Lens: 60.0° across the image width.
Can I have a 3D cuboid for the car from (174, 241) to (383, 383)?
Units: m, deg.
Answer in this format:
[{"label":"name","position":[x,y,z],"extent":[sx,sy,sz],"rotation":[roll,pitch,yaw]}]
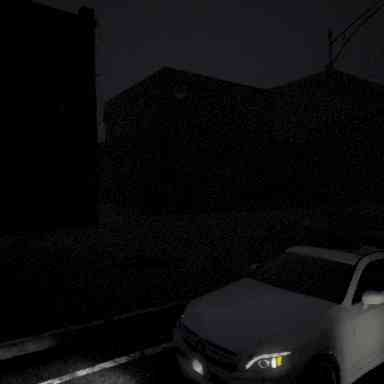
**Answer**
[{"label":"car","position":[1.956,1.510,4.772],"extent":[4.674,1.442,1.812],"rotation":[0,0,-36]}]
